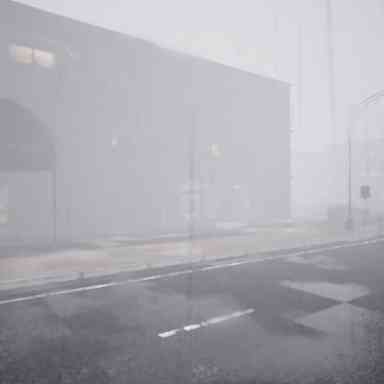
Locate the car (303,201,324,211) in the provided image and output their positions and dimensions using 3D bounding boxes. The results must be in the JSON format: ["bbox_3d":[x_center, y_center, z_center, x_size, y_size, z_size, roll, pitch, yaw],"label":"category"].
[{"bbox_3d":[18.905,2.007,47.806,2.008,1.369,4.403,-1,0,-35],"label":"car"}]

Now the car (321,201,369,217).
[{"bbox_3d":[16.815,1.972,36.079,1.947,1.339,4.313,-1,0,-35],"label":"car"}]

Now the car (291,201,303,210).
[{"bbox_3d":[15.696,2.101,52.316,1.802,1.307,4.206,-1,0,-35],"label":"car"}]
